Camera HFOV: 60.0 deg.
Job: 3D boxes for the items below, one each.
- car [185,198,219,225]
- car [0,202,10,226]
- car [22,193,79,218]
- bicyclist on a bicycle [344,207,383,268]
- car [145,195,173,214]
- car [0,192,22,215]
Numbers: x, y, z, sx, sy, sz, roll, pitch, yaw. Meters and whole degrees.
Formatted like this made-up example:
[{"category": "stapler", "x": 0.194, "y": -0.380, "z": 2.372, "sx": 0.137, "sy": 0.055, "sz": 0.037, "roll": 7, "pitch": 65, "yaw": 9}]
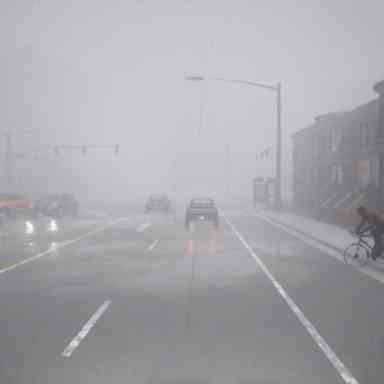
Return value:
[{"category": "car", "x": 0.588, "y": 1.107, "z": 20.176, "sx": 2.128, "sy": 1.511, "sz": 4.902, "roll": 0, "pitch": 1, "yaw": 2}, {"category": "car", "x": -10.261, "y": 1.319, "z": 14.308, "sx": 1.895, "sy": 1.301, "sz": 4.718, "roll": 0, "pitch": 1, "yaw": 2}, {"category": "car", "x": -9.980, "y": 0.882, "z": 24.267, "sx": 2.097, "sy": 1.767, "sz": 4.553, "roll": 0, "pitch": 1, "yaw": 2}, {"category": "bicyclist on a bicycle", "x": 4.833, "y": 1.189, "z": 8.943, "sx": 1.656, "sy": 1.620, "sz": 0.582, "roll": -9, "pitch": 1, "yaw": 2}, {"category": "car", "x": -2.715, "y": 0.964, "z": 27.692, "sx": 2.128, "sy": 1.511, "sz": 4.902, "roll": 0, "pitch": 1, "yaw": 1}, {"category": "car", "x": -13.497, "y": 0.888, "z": 23.783, "sx": 2.097, "sy": 1.767, "sz": 4.553, "roll": 0, "pitch": 1, "yaw": 2}]
